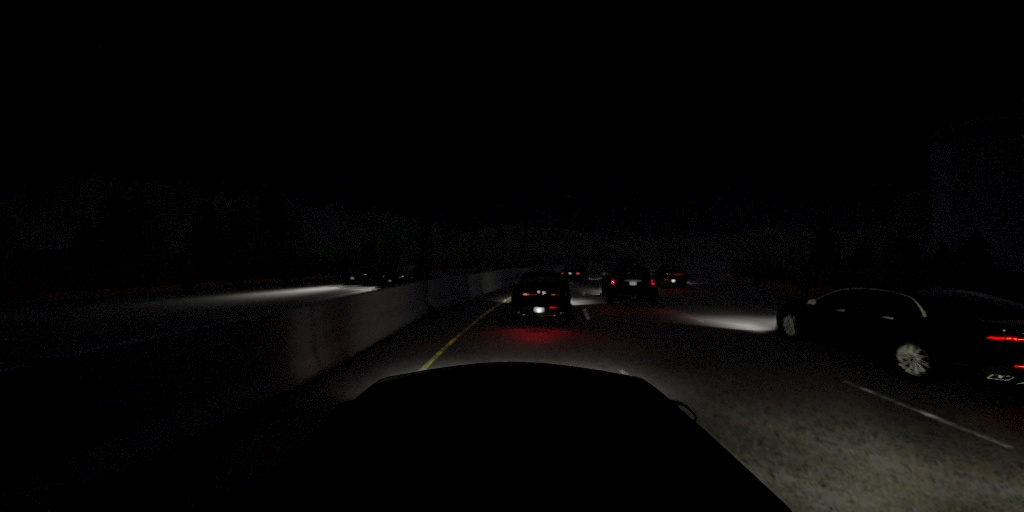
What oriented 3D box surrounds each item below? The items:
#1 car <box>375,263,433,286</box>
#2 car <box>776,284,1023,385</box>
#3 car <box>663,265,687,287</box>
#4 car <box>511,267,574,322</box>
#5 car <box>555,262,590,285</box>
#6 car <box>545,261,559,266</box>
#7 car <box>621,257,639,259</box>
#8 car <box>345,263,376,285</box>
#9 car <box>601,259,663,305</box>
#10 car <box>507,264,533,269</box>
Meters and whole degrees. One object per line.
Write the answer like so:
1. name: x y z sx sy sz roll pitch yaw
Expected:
1. car: -7.254 1.323 25.300 1.812 1.442 4.674 0 0 15
2. car: 7.503 1.306 7.123 1.837 1.490 4.892 0 0 5
3. car: 11.238 1.376 25.669 1.837 1.490 4.892 0 0 17
4. car: 1.111 1.288 12.594 1.837 1.490 4.892 0 0 8
5. car: 5.370 1.419 30.339 2.033 1.411 5.357 0 0 20
6. car: 7.889 1.664 64.310 2.033 1.411 5.357 0 -1 37
7. car: 13.245 1.172 39.804 2.150 2.045 5.566 0 0 27
8. car: -10.371 1.285 27.108 2.128 1.511 4.902 0 0 16
9. car: 5.385 1.169 16.874 2.097 1.767 4.553 0 0 11
10. car: 1.105 1.506 38.978 1.895 1.301 4.718 0 0 24
